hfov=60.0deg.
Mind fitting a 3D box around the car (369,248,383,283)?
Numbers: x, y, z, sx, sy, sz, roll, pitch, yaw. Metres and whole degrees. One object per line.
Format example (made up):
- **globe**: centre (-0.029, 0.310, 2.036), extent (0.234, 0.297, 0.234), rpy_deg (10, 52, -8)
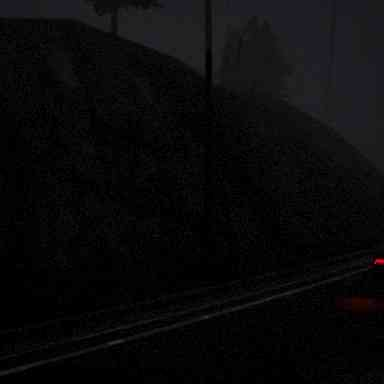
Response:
- **car**: centre (6.563, 1.658, 8.776), extent (5.357, 1.411, 2.033), rpy_deg (1, -1, -41)
